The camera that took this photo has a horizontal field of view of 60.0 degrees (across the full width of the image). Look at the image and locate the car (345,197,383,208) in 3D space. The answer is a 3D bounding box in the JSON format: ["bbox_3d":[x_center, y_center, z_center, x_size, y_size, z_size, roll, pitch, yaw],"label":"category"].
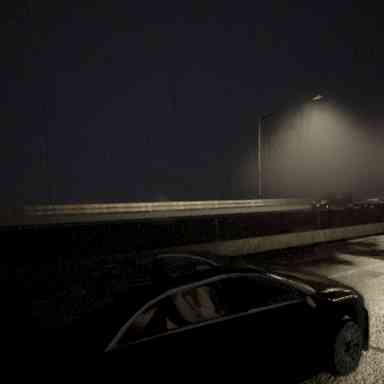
[{"bbox_3d":[18.213,1.403,34.172,4.718,1.301,1.895,0,0,-35],"label":"car"}]

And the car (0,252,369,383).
[{"bbox_3d":[0.150,1.479,3.853,4.902,1.511,2.128,0,0,-35],"label":"car"}]

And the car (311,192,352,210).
[{"bbox_3d":[15.502,1.028,36.536,5.566,2.045,2.150,0,0,-35],"label":"car"}]
